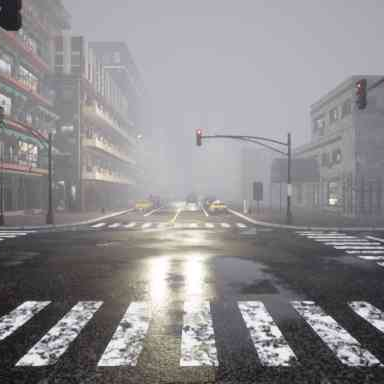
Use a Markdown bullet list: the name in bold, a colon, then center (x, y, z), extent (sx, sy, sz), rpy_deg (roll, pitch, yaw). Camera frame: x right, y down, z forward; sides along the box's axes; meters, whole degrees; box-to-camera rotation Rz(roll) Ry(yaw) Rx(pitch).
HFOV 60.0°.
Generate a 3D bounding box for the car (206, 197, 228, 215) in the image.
- **car**: center (2.690, 1.544, 34.040), extent (1.752, 1.417, 4.829), rpy_deg (0, 0, 0)

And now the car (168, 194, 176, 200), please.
- **car**: center (-5.696, 1.434, 94.801), extent (2.192, 1.841, 5.009), rpy_deg (0, 0, 0)

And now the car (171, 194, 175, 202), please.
- **car**: center (-5.695, 1.627, 78.183), extent (1.887, 1.381, 4.507), rpy_deg (0, 0, 0)

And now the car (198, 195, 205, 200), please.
- **car**: center (2.683, 1.670, 94.801), extent (2.008, 1.369, 4.403), rpy_deg (0, 0, 0)

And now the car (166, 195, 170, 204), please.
- **car**: center (-5.694, 1.603, 61.564), extent (2.008, 1.369, 4.403), rpy_deg (0, 0, 0)

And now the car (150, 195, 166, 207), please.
- **car**: center (-5.691, 1.351, 50.486), extent (2.192, 1.841, 5.009), rpy_deg (0, 0, 0)

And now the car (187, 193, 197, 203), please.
- **car**: center (-0.006, 1.182, 70.709), extent (2.150, 2.045, 5.566), rpy_deg (0, 0, 0)

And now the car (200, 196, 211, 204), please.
- **car**: center (2.687, 1.612, 67.105), extent (2.008, 1.369, 4.403), rpy_deg (0, 0, 0)

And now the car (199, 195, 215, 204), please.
- **car**: center (2.689, 1.351, 50.488), extent (2.192, 1.841, 5.009), rpy_deg (0, 0, 0)

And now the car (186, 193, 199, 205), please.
- **car**: center (-0.005, 1.403, 60.646), extent (2.097, 1.767, 4.553), rpy_deg (0, 0, 0)

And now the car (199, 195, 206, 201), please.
- **car**: center (2.684, 1.632, 89.432), extent (1.752, 1.417, 4.829), rpy_deg (0, 0, 0)

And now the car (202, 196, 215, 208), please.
- **car**: center (2.689, 1.611, 44.948), extent (1.802, 1.307, 4.206), rpy_deg (0, 0, 0)

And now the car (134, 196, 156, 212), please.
- **car**: center (-5.692, 1.549, 39.237), extent (1.752, 1.417, 4.829), rpy_deg (0, 0, 0)

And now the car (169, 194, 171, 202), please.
- **car**: center (-5.694, 1.587, 66.933), extent (1.752, 1.417, 4.829), rpy_deg (0, 0, 0)
